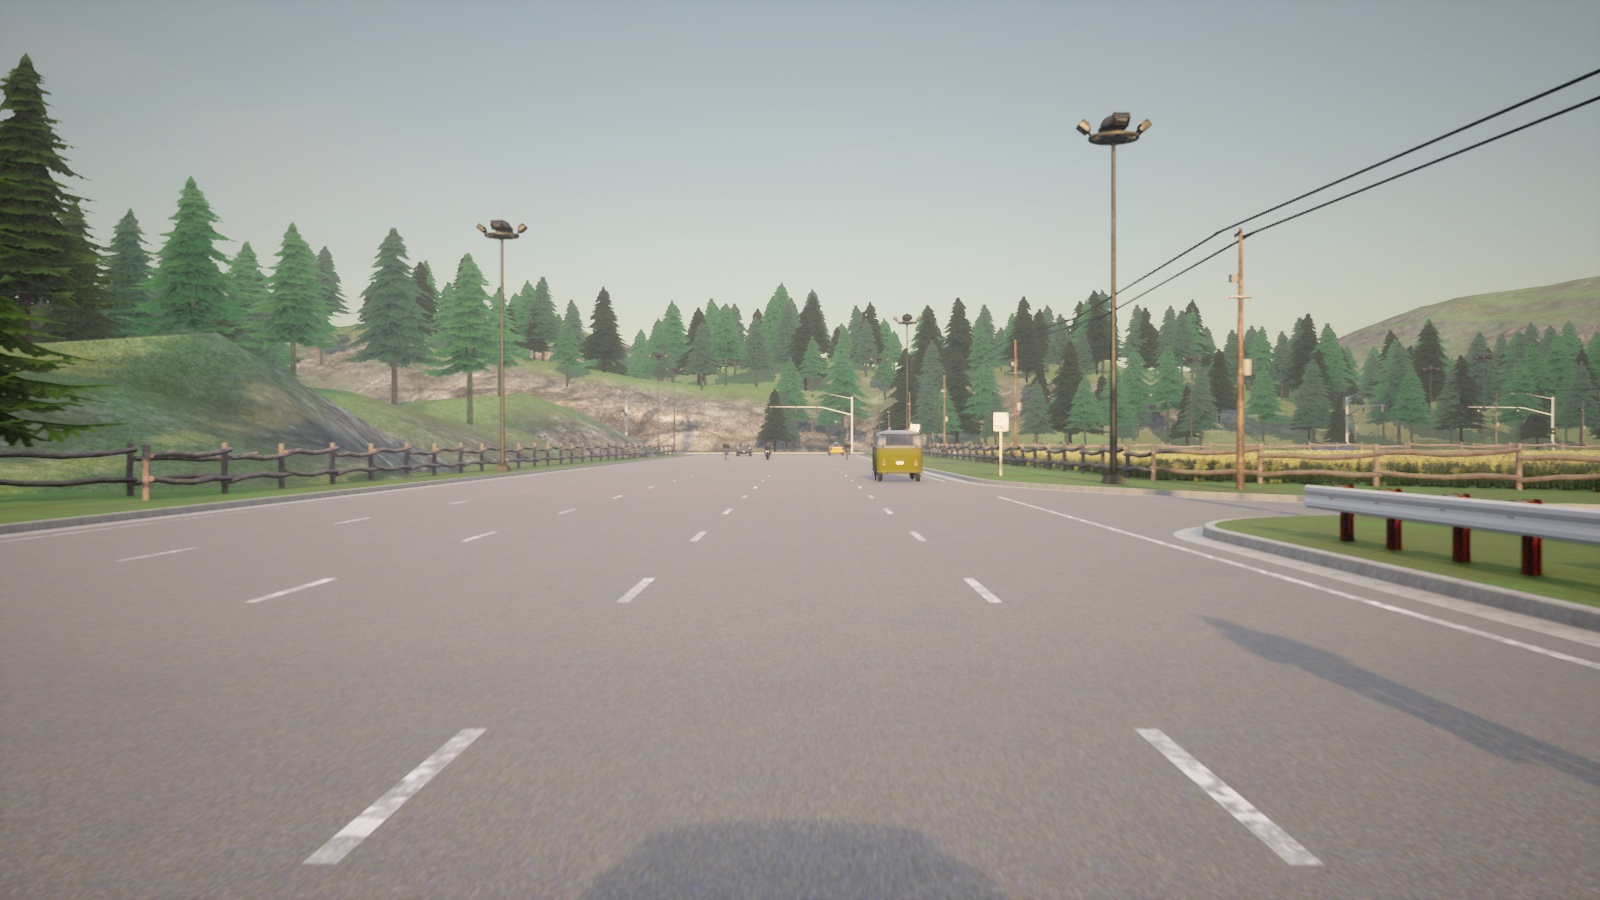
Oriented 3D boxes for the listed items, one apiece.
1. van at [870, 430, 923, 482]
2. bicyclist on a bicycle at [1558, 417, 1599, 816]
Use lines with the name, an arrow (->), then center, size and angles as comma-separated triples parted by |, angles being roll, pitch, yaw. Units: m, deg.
van -> 3.796, 0.219, 49.809 | 1.775, 1.987, 4.442 | 0, 0, 0
bicyclist on a bicycle -> 3.541, 0.676, 4.561 | 0.582, 1.620, 1.656 | 0, 0, 0
